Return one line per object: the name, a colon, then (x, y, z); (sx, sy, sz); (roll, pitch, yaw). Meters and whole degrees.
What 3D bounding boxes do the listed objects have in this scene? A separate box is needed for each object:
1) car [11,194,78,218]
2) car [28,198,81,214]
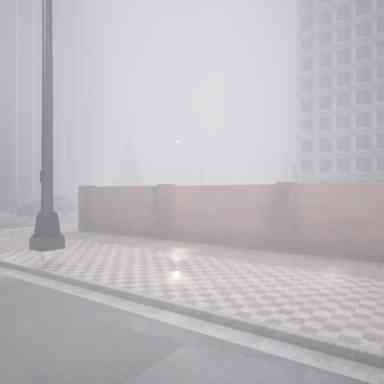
car: (-13.778, 1.221, 31.164); (2.150, 2.045, 5.566); (0, 0, 35)
car: (-14.736, 1.478, 35.885); (1.882, 1.535, 5.008); (0, 0, 35)
